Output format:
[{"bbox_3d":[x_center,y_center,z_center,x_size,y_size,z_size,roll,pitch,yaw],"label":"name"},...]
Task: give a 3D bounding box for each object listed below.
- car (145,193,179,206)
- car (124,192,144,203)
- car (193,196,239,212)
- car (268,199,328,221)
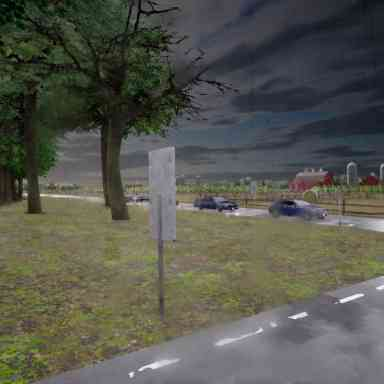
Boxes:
[{"bbox_3d":[-3.505,0.800,41.080,2.097,1.767,4.553,-1,1,-36],"label":"car"},{"bbox_3d":[-9.536,0.800,49.511,2.128,1.511,4.902,-1,1,-36],"label":"car"},{"bbox_3d":[2.266,1.142,33.072,2.033,1.411,5.357,-1,2,-36],"label":"car"},{"bbox_3d":[7.903,1.277,25.233,1.812,1.442,4.674,-1,2,-35],"label":"car"}]
